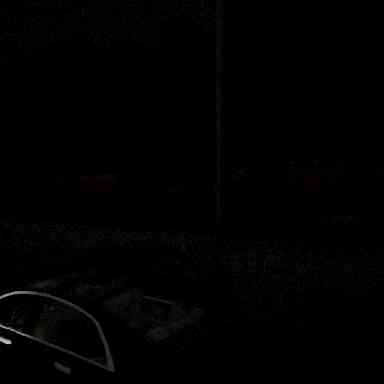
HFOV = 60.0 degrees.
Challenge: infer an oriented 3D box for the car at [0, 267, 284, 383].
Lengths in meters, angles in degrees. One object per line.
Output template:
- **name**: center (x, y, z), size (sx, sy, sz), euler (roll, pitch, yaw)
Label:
- **car**: center (-1.237, 1.548, 3.690), size (4.403, 1.369, 2.008), euler (0, 0, 36)
